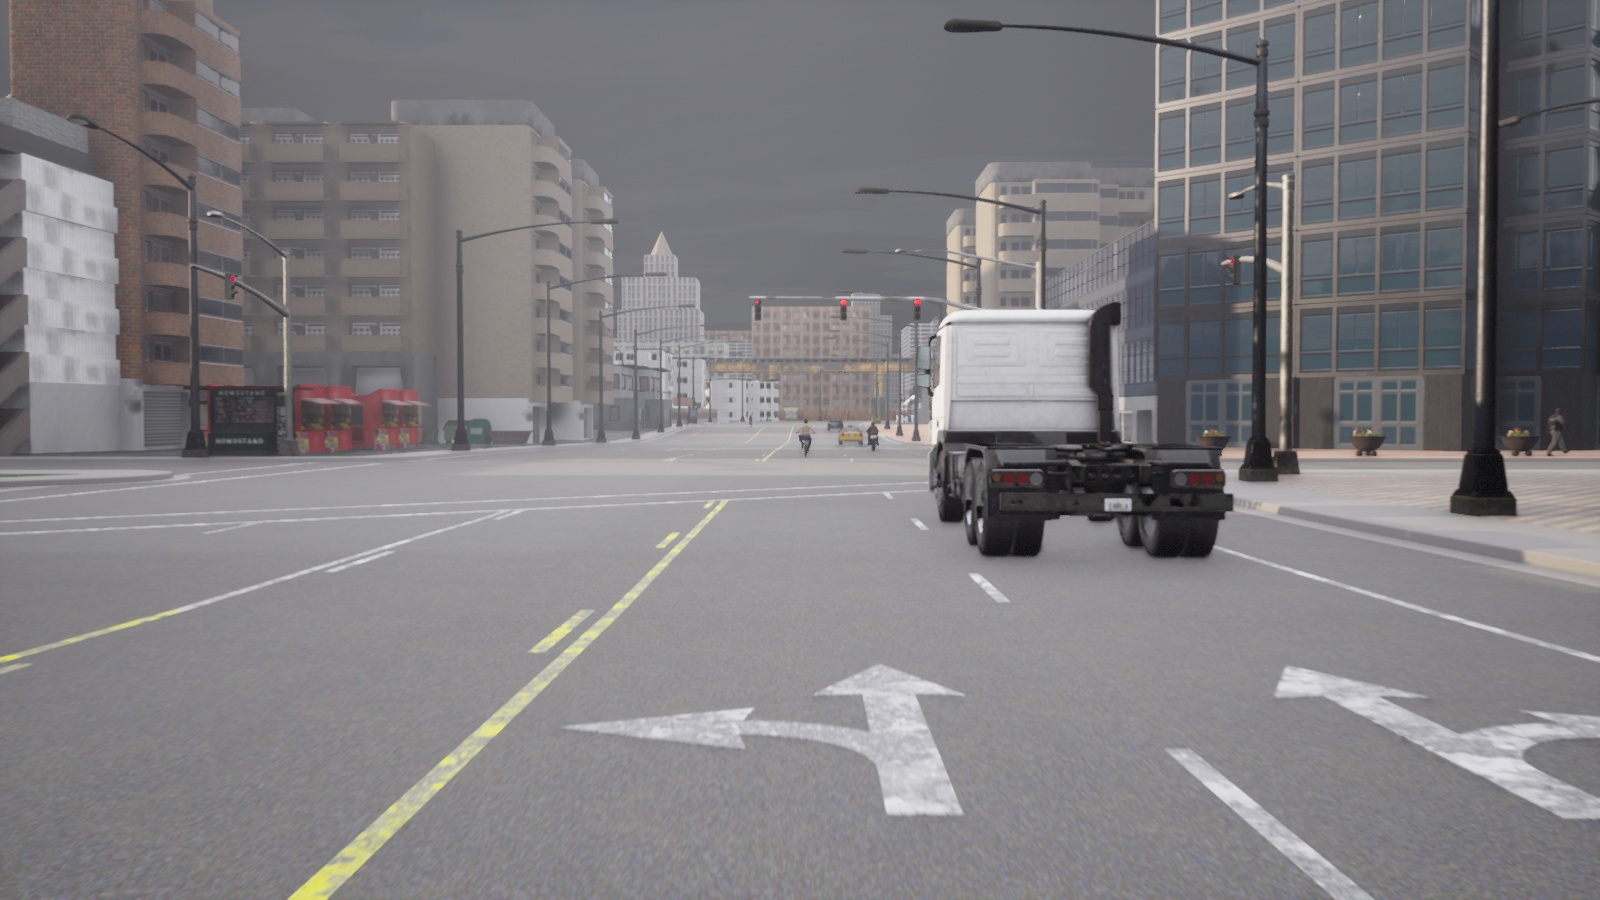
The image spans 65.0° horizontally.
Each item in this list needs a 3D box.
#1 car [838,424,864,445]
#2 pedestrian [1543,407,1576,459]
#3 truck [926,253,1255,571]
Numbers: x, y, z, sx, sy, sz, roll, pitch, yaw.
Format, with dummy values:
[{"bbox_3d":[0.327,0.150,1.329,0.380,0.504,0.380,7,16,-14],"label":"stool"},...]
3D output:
[{"bbox_3d":[3.954,-1.180,97.526,1.801,1.575,5.366,0,1,0],"label":"car"},{"bbox_3d":[27.712,-0.626,45.825,0.849,1.883,0.563,0,2,-2],"label":"pedestrian"},{"bbox_3d":[3.572,-0.515,17.706,2.891,3.462,7.936,0,1,1],"label":"truck"}]
